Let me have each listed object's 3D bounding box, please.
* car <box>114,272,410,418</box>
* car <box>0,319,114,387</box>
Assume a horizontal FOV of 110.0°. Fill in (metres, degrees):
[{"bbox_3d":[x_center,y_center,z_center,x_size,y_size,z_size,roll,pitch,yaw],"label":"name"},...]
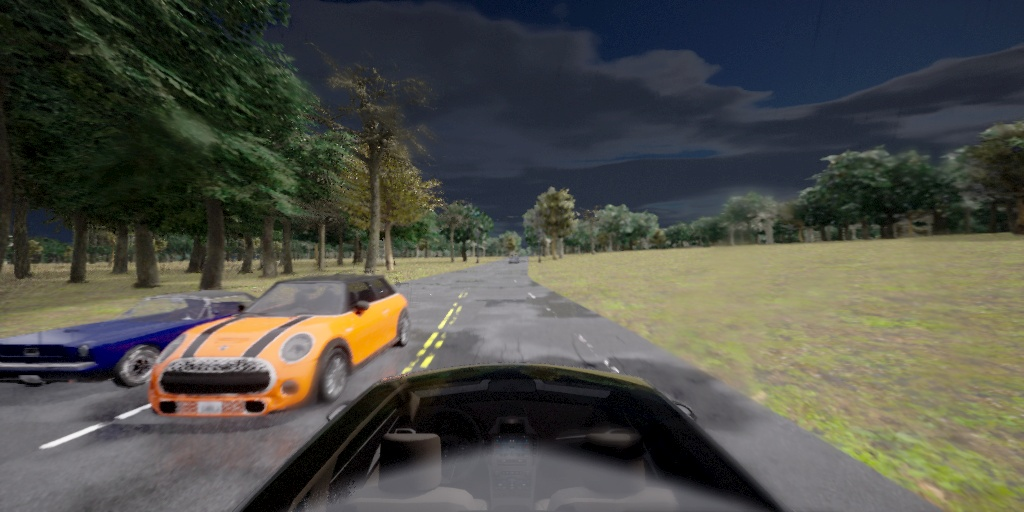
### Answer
[{"bbox_3d":[-3.427,1.143,6.361,2.097,1.767,4.553,-1,0,1],"label":"car"},{"bbox_3d":[-6.660,1.429,7.261,1.895,1.301,4.718,-1,0,3],"label":"car"}]
